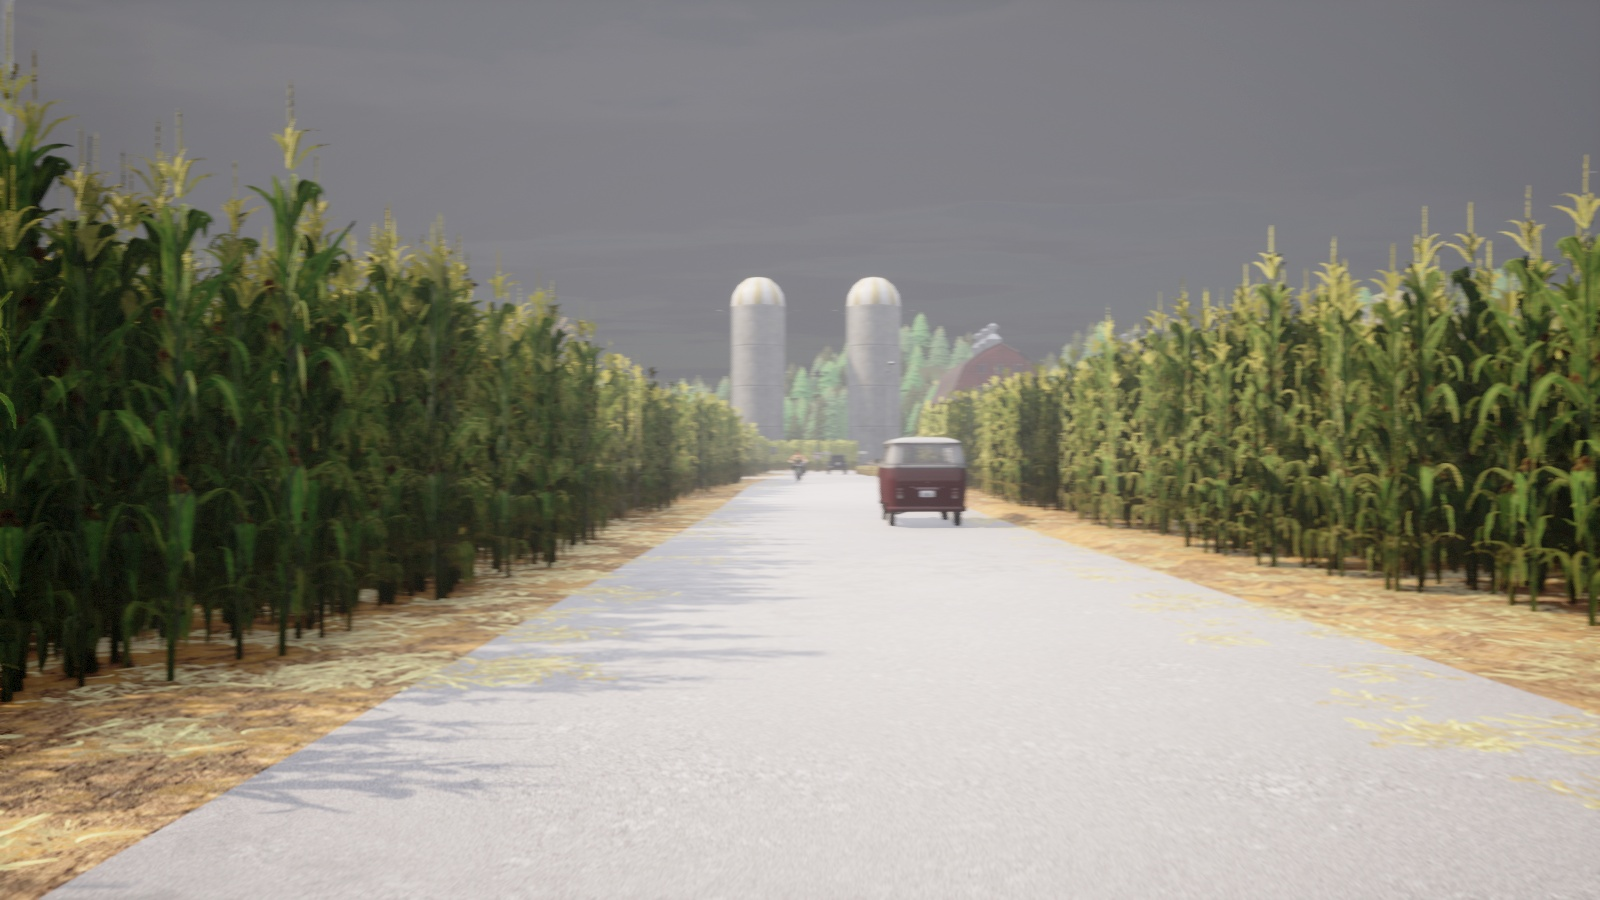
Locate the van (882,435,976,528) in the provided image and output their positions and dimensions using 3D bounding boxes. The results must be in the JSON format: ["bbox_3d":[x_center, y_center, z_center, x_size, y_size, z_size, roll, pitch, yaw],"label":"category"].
[{"bbox_3d":[2.901,0.679,29.147,1.775,1.987,4.442,0,0,1],"label":"van"}]
